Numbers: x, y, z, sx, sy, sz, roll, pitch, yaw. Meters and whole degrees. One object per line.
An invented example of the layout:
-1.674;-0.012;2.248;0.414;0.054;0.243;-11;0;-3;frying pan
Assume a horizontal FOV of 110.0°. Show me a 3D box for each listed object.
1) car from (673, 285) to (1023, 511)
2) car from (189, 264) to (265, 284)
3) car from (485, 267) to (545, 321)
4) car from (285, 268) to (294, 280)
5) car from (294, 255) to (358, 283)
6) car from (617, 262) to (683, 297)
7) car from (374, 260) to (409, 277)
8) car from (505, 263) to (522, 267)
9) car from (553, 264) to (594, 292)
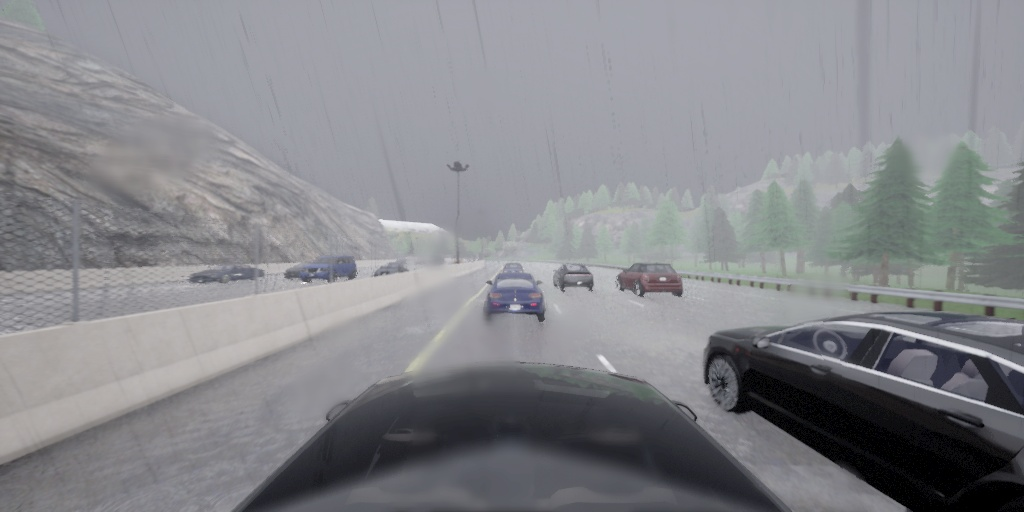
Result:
3.600;1.242;3.122;2.128;1.511;4.902;0;0;0;car
-21.093;1.303;26.934;2.033;1.411;5.357;0;0;0;car
0.088;1.278;12.387;1.812;1.442;4.674;0;0;0;car
-17.589;1.235;31.285;1.882;1.535;5.008;0;0;0;car
-14.094;0.977;28.027;2.150;2.045;5.566;0;0;0;car
7.101;1.106;18.972;2.097;1.767;4.553;0;0;0;car
-10.589;1.321;31.813;1.994;1.385;4.181;0;0;0;car
0.105;1.304;30.675;2.033;1.411;5.357;0;0;0;car
3.602;1.246;21.568;2.128;1.511;4.902;0;0;0;car
